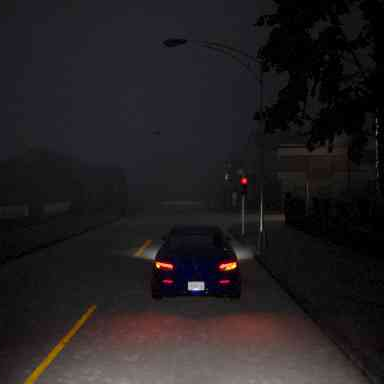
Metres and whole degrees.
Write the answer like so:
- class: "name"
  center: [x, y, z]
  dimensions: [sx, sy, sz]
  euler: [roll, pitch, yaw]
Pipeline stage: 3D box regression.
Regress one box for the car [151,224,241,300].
- class: "car"
  center: [0.101, 1.526, 8.285]
  dimensions: [1.812, 1.442, 4.674]
  euler: [0, 0, 1]
